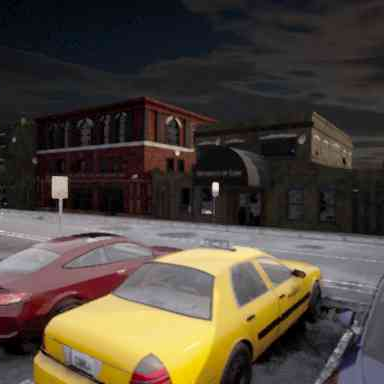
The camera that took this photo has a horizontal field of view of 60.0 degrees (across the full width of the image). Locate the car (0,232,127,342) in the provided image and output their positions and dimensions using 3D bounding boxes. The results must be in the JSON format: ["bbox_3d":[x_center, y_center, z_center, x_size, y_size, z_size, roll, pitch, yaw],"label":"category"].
[{"bbox_3d":[-1.744,1.499,6.369,2.002,1.452,4.674,0,1,36],"label":"car"}]

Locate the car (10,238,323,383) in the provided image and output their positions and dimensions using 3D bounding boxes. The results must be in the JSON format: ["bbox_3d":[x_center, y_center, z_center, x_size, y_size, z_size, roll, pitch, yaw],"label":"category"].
[{"bbox_3d":[0.524,1.467,5.000,1.946,1.575,5.366,0,0,35],"label":"car"}]
